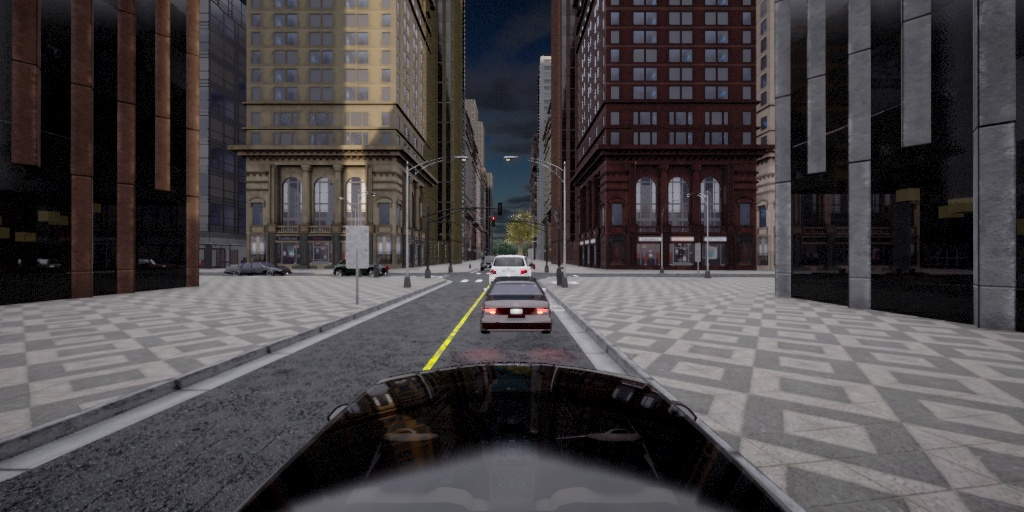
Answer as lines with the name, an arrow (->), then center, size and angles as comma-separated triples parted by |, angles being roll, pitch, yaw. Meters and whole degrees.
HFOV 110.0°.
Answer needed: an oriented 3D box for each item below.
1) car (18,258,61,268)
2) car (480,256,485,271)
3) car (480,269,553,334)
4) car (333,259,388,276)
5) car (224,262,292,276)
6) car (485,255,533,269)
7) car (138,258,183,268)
car -> -43.600, 0.978, 33.374 | 4.553, 1.767, 2.097 | 0, 0, 0
car -> -3.132, 0.969, 49.484 | 2.150, 2.045, 5.566 | 0, 0, -1
car -> 0.091, 1.297, 10.609 | 2.033, 1.411, 5.357 | 0, 0, 0
car -> -13.992, 1.052, 33.339 | 4.553, 1.767, 2.097 | 0, 0, 0
car -> -23.573, 1.220, 33.332 | 5.357, 1.411, 2.033 | 0, 0, 0
car -> 0.015, 0.971, 20.854 | 2.150, 2.045, 5.566 | 0, 0, 4
car -> -33.360, 1.001, 33.340 | 4.553, 1.767, 2.097 | 0, 0, 0
